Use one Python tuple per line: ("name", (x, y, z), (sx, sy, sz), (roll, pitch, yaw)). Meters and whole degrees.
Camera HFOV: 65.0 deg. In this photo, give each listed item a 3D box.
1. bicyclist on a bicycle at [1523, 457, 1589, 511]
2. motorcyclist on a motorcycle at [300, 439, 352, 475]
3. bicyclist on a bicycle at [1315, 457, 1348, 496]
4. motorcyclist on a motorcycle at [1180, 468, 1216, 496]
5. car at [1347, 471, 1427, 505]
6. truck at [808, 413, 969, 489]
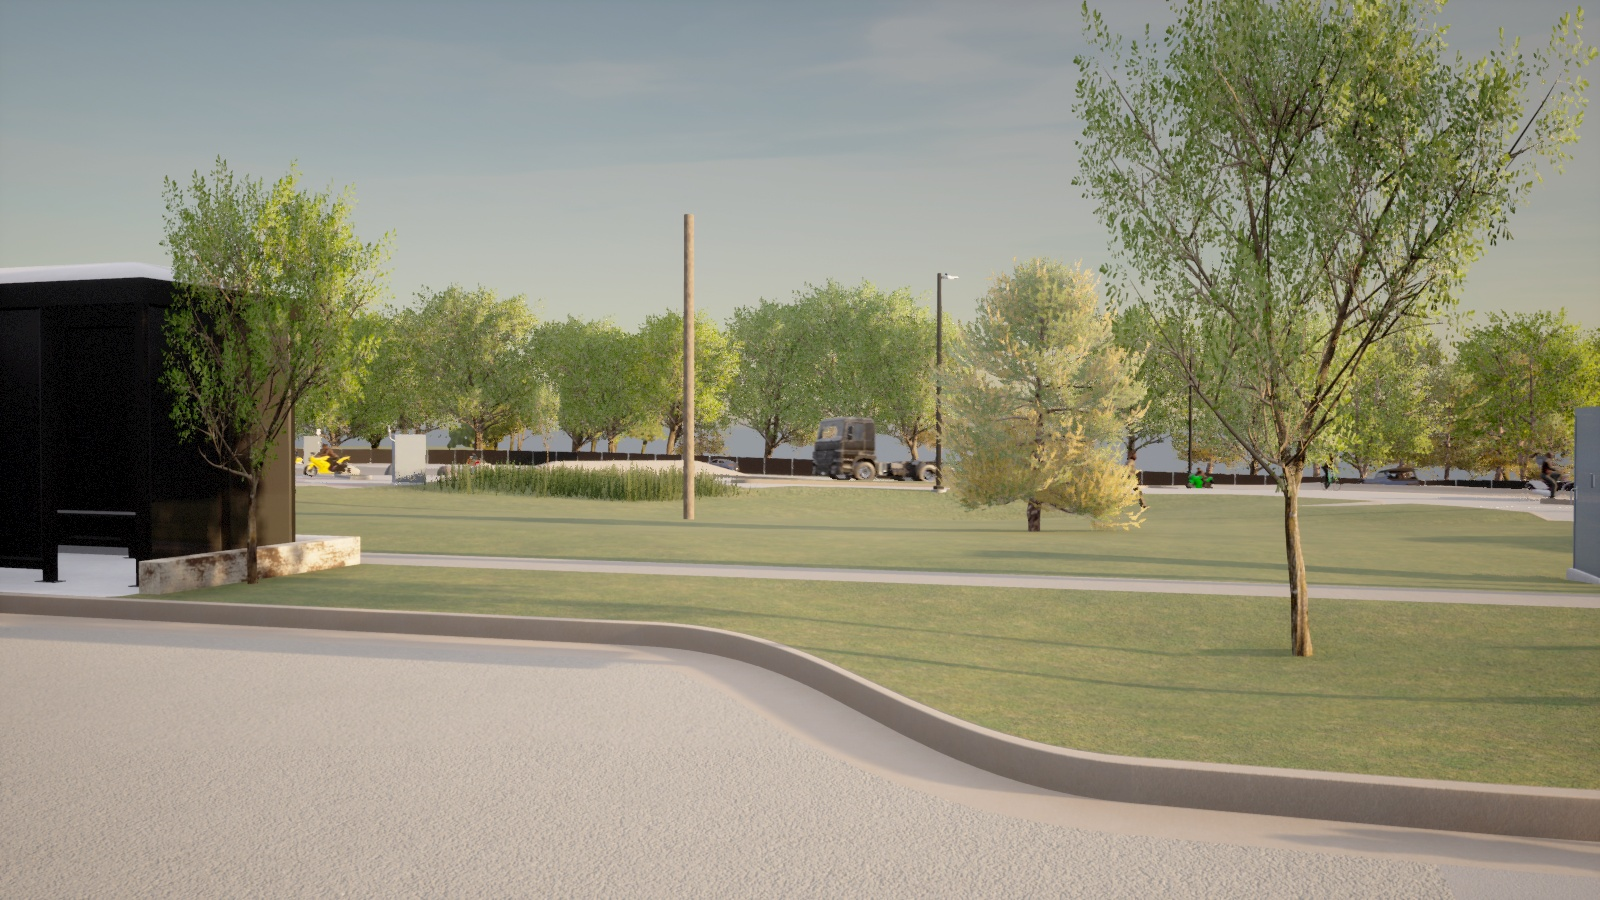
("bicyclist on a bicycle", (26.259, 1.154, 43.628), (1.843, 1.776, 0.659), (2, 2, 36))
("motorcyclist on a motorcycle", (-21.063, 0.300, 55.790), (2.044, 1.523, 0.797), (1, 2, -30))
("bicyclist on a bicycle", (22.689, 1.127, 53.621), (0.582, 1.620, 1.656), (1, 0, -5))
("motorcyclist on a motorcycle", (24.223, 1.960, 76.394), (2.044, 1.523, 0.797), (5, -2, -26))
("car", (35.280, 2.296, 75.505), (3.866, 1.878, 1.905), (1, -6, -5))
("truck", (4.648, 0.149, 65.685), (7.936, 3.462, 2.891), (4, -3, -27))
